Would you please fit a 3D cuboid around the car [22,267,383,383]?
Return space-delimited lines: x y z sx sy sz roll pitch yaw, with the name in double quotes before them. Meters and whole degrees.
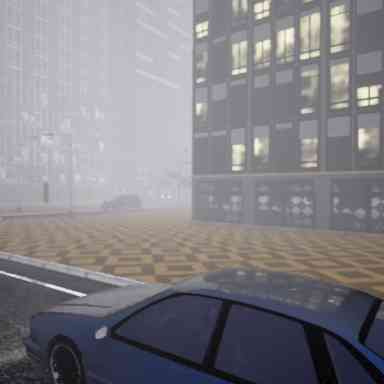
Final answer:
"car" 0.501 1.549 3.327 5.357 1.411 2.033 0 0 36

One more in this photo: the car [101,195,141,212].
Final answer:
"car" -8.889 1.374 42.166 2.150 2.045 5.566 0 0 36
